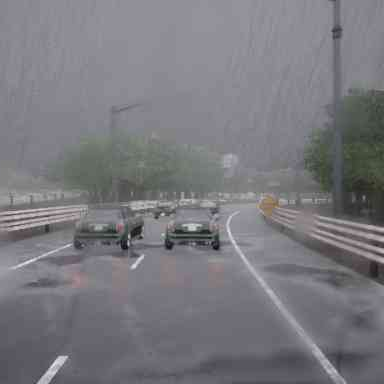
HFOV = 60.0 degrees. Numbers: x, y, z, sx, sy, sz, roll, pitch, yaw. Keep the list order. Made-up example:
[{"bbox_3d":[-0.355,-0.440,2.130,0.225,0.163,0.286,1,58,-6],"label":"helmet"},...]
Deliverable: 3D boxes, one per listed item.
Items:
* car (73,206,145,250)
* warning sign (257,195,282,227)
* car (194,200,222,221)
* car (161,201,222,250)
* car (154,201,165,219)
[{"bbox_3d":[-3.411,1.372,14.552,2.097,1.767,4.553,0,0,2],"label":"car"},{"bbox_3d":[4.611,1.126,19.833,1.300,1.860,1.060,0,-1,5],"label":"warning sign"},{"bbox_3d":[1.486,1.533,28.752,1.882,1.535,5.008,0,0,9],"label":"car"},{"bbox_3d":[0.087,1.370,14.419,2.097,1.767,4.553,0,0,2],"label":"car"},{"bbox_3d":[-1.971,1.570,29.298,1.837,1.490,4.892,0,0,9],"label":"car"}]
